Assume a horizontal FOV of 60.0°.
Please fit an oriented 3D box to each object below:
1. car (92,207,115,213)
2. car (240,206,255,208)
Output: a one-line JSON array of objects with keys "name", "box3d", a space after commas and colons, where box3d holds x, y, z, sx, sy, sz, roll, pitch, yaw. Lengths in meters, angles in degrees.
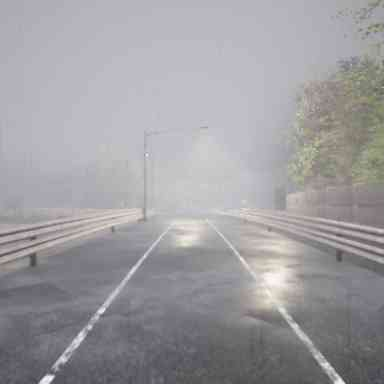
[{"name": "car", "box3d": [-11.076, 2.795, 44.795, 1.882, 1.535, 5.008, -2, -4, 45]}, {"name": "car", "box3d": [13.567, 4.350, 82.594, 2.097, 1.767, 4.553, -1, -3, 21]}]
